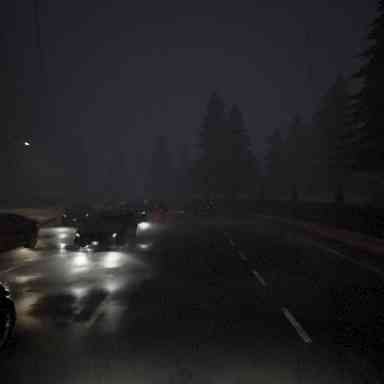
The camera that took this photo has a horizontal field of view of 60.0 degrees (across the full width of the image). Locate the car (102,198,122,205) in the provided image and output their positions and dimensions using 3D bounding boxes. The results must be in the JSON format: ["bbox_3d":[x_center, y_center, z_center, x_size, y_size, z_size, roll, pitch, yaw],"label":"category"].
[{"bbox_3d":[-10.227,1.461,45.030,2.033,1.411,5.357,0,0,-42],"label":"car"}]

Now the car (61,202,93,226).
[{"bbox_3d":[-7.740,1.480,23.372,1.812,1.442,4.674,0,0,-8],"label":"car"}]

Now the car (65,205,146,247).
[{"bbox_3d":[-3.615,1.519,15.041,2.033,1.411,5.357,0,0,0],"label":"car"}]

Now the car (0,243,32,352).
[{"bbox_3d":[-3.590,1.557,3.213,1.994,1.385,4.181,0,0,0],"label":"car"}]

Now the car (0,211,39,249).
[{"bbox_3d":[-7.131,1.455,11.513,1.882,1.535,5.008,0,0,0],"label":"car"}]

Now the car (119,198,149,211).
[{"bbox_3d":[-4.576,1.475,26.052,1.812,1.442,4.674,0,0,-11],"label":"car"}]

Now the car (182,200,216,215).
[{"bbox_3d":[0.629,1.483,33.437,2.033,1.411,5.357,0,0,-21],"label":"car"}]

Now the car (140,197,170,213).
[{"bbox_3d":[-3.986,1.533,35.287,1.895,1.301,4.718,0,0,-24],"label":"car"}]
